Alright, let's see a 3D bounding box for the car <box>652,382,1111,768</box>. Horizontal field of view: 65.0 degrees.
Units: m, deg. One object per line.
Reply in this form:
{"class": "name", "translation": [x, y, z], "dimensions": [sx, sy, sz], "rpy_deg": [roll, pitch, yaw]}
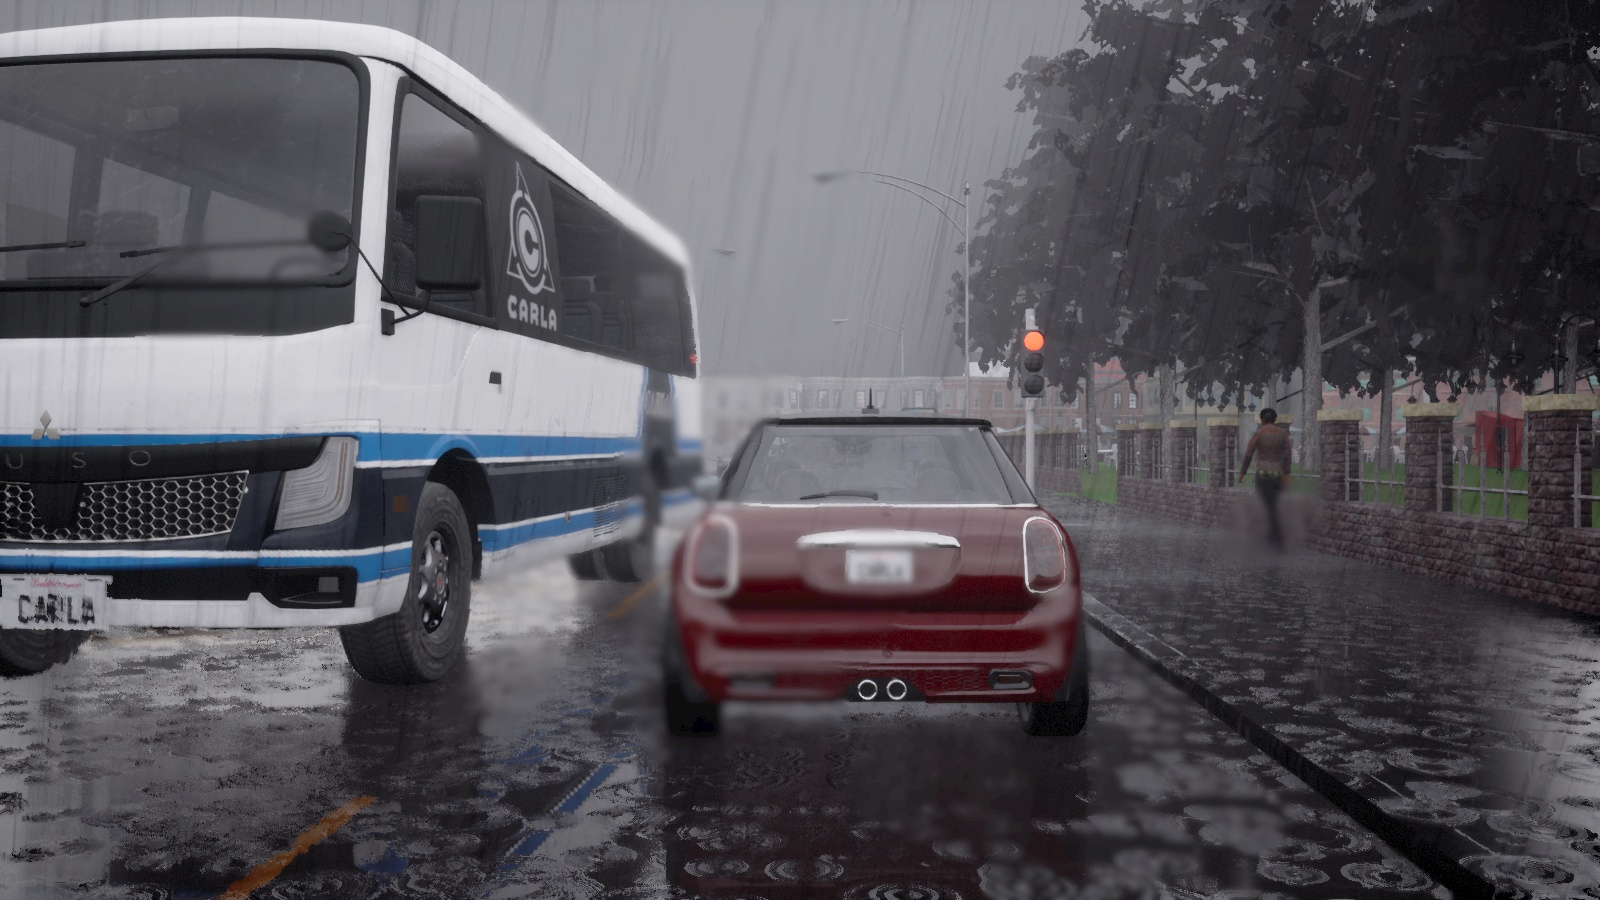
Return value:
{"class": "car", "translation": [0.361, 0.560, 8.016], "dimensions": [2.097, 1.767, 4.553], "rpy_deg": [0, 0, 0]}

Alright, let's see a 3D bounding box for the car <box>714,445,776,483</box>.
{"class": "car", "translation": [-2.120, 0.509, 50.148], "dimensions": [2.033, 1.411, 5.357], "rpy_deg": [0, 0, 2]}

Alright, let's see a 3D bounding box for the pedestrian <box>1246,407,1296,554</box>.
{"class": "pedestrian", "translation": [5.941, 0.371, 15.862], "dimensions": [0.328, 1.805, 0.869], "rpy_deg": [0, 0, 2]}

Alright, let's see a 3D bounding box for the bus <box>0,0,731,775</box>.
{"class": "bus", "translation": [-3.404, -0.695, 10.960], "dimensions": [3.944, 4.253, 10.273], "rpy_deg": [0, 0, 6]}

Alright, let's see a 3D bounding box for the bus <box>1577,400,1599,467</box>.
{"class": "bus", "translation": [52.146, -1.018, 76.194], "dimensions": [3.944, 4.253, 10.273], "rpy_deg": [0, 0, 2]}

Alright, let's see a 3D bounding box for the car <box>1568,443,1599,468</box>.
{"class": "car", "translation": [48.110, 0.326, 75.225], "dimensions": [1.970, 1.475, 3.806], "rpy_deg": [0, 0, 2]}
